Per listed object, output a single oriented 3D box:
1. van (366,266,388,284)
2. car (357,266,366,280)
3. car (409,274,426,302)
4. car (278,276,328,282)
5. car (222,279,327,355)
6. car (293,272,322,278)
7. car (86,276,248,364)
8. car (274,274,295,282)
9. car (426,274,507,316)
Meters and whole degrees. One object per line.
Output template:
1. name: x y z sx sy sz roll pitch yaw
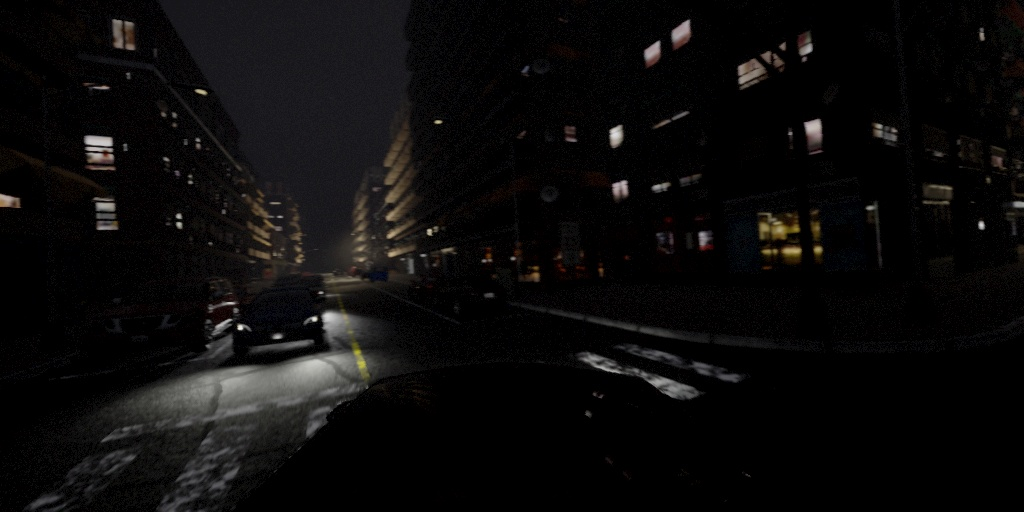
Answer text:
1. van: -14.358 1.992 38.534 1.690 1.789 3.998 0 0 -27
2. car: -19.430 2.522 48.448 1.888 1.381 4.507 0 0 -27
3. car: -4.211 1.582 18.703 1.802 1.307 4.207 0 0 -27
4. car: -10.858 1.958 18.931 1.895 1.301 4.718 -3 0 -27
5. car: -6.330 1.593 10.115 1.812 1.442 4.674 -3 0 -27
6. car: -15.694 2.215 28.396 2.033 1.411 5.357 -3 0 -27
7. car: -9.141 1.533 9.958 2.192 1.841 5.009 0 0 -27
8. car: -21.823 2.598 34.745 1.948 1.339 4.313 0 0 -27
9. car: -1.675 1.403 13.746 1.948 1.339 4.313 0 0 -27
